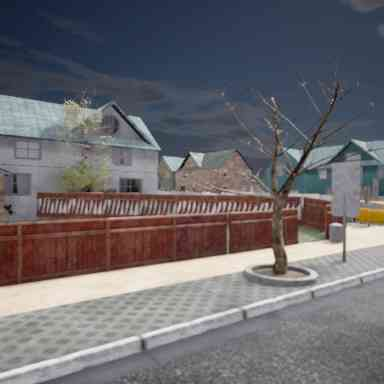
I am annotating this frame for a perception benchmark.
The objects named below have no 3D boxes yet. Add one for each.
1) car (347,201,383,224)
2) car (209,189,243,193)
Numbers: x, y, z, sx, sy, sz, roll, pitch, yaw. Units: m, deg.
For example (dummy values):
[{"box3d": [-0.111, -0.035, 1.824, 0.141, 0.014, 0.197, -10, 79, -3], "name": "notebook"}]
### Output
[{"box3d": [11.411, 1.287, 20.158, 1.882, 1.535, 5.008, 1, 1, -36], "name": "car"}, {"box3d": [3.621, 0.733, 31.046, 2.150, 2.045, 5.566, 1, 0, -35], "name": "car"}]
